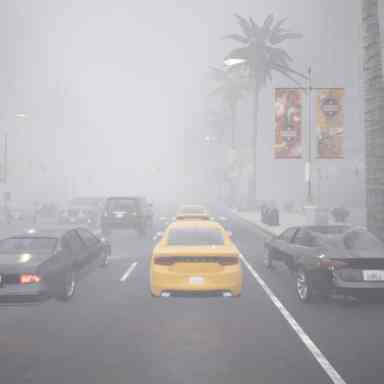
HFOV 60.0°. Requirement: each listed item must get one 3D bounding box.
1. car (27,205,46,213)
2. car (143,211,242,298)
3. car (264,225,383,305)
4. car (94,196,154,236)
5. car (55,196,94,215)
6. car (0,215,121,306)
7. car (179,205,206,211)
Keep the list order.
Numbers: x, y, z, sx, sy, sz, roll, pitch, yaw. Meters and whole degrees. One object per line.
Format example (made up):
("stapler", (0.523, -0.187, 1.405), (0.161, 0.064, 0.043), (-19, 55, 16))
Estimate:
("car", (-10.577, 1.243, 22.446), (2.128, 1.511, 4.902), (0, 0, 0))
("car", (0.072, 1.477, 8.597), (1.882, 1.535, 5.008), (0, 0, 0))
("car", (3.166, 1.513, 8.186), (2.161, 1.482, 4.786), (0, 0, -1))
("car", (-3.462, 1.222, 18.527), (2.150, 2.045, 5.566), (0, 0, 0))
("car", (-7.077, 1.280, 22.429), (2.150, 2.045, 5.566), (0, 0, 0))
("car", (-3.422, 1.547, 8.254), (2.033, 1.411, 5.357), (0, 0, 0))
("car", (0.036, 1.477, 18.797), (1.882, 1.535, 5.008), (0, 0, 0))
